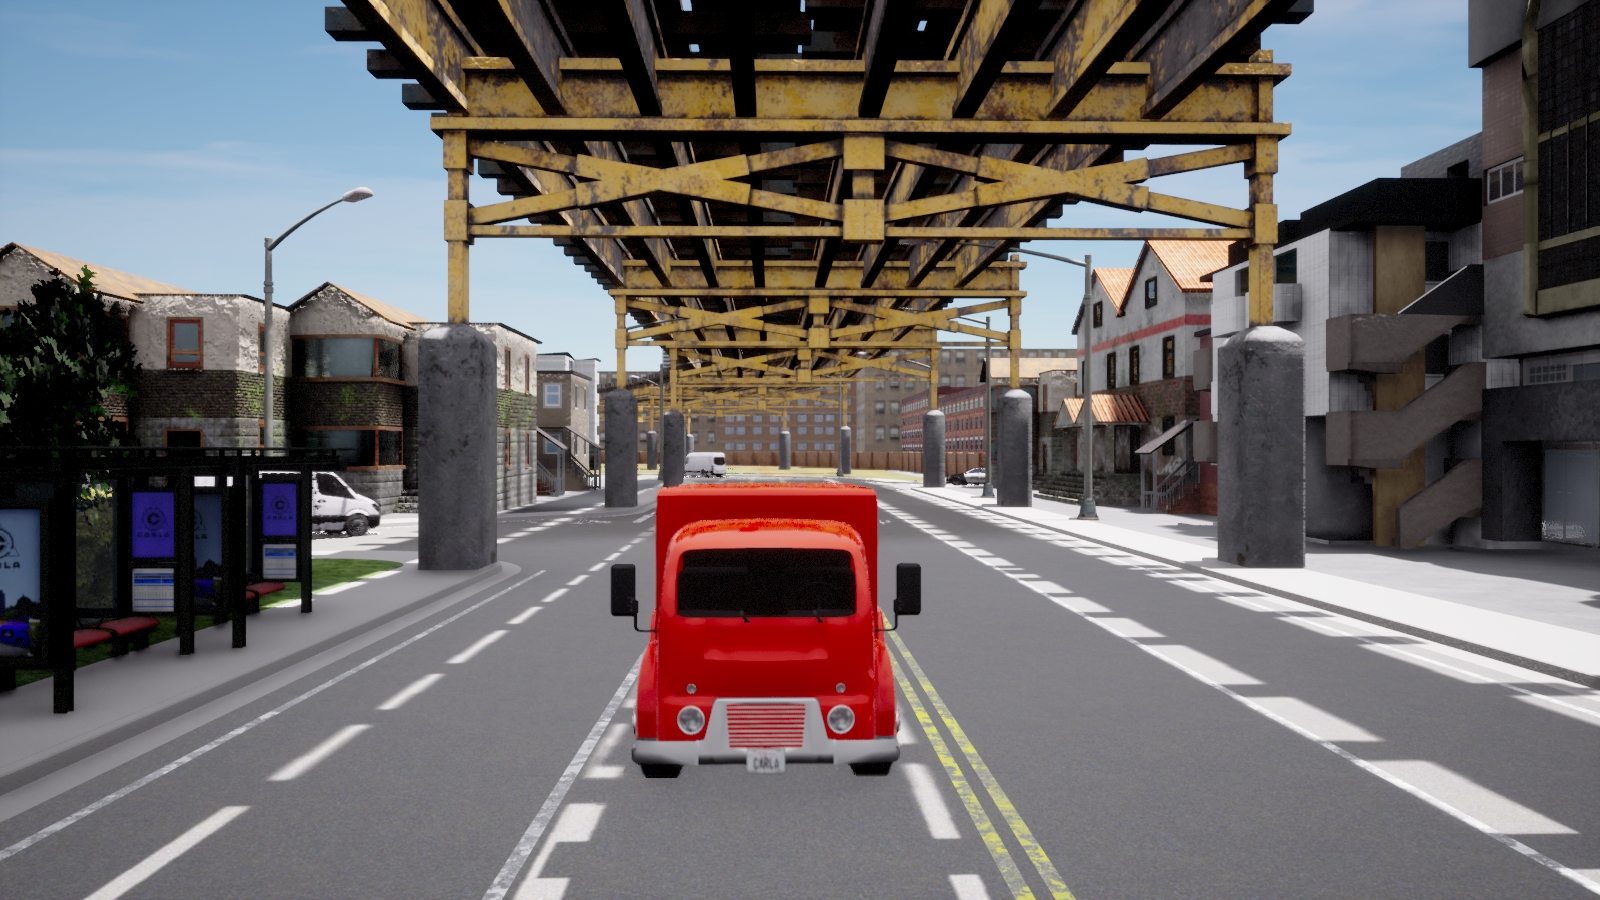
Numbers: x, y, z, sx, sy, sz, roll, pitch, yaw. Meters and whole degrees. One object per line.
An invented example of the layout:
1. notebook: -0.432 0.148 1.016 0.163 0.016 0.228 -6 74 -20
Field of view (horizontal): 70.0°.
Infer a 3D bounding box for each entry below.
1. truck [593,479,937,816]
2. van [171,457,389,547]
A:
1. truck: -0.329 1.573 11.344 2.627 2.467 5.204 0 0 -1
2. van: -16.238 1.534 35.963 5.915 2.561 1.988 0 0 -45
